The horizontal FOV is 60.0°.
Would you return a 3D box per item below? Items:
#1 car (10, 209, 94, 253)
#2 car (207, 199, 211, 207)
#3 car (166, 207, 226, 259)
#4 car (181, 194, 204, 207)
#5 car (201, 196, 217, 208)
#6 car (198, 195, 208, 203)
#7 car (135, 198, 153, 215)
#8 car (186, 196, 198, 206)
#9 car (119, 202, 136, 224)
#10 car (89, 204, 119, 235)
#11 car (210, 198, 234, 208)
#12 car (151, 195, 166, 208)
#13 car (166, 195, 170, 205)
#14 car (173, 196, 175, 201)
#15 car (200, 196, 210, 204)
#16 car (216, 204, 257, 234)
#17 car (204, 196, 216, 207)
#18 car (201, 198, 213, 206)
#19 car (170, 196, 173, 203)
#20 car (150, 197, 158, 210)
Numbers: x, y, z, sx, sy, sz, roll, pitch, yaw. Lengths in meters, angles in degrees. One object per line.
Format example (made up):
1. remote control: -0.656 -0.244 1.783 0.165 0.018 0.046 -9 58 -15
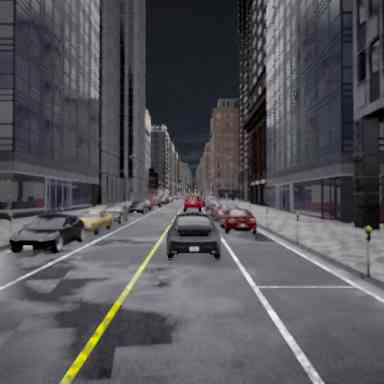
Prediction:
1. car: -5.855 1.618 14.045 1.947 1.339 4.313 1 0 0
2. car: 2.665 1.661 30.916 1.887 1.381 4.507 1 0 0
3. car: 0.045 1.553 12.854 1.837 1.490 4.892 0 0 -1
4. car: 0.084 1.378 42.243 2.150 2.045 5.566 0 -1 0
5. car: 2.658 1.519 53.413 2.192 1.841 5.009 1 0 0
6. car: 2.648 1.637 81.535 2.192 1.841 5.009 1 0 0
7. car: -5.863 1.703 36.544 1.947 1.339 4.313 1 0 0
8. car: 0.078 1.585 60.398 2.097 1.767 4.553 0 0 0
9. car: -5.859 1.645 25.295 2.008 1.369 4.403 1 0 0
10. car: -5.856 1.598 19.501 1.752 1.417 4.829 1 0 0
11. car: 2.668 1.535 25.292 1.967 1.590 4.097 1 0 0
12. car: -5.867 1.519 53.418 2.192 1.841 5.009 1 0 0
13. car: -5.874 1.795 64.666 1.887 1.381 4.507 1 0 0
14. car: -5.880 1.847 81.370 1.752 1.417 4.829 1 0 0
15. car: 2.651 1.715 70.286 1.967 1.590 4.097 1 0 0
16. car: 2.669 1.618 19.667 1.887 1.381 4.507 1 0 0
17. car: 2.662 1.600 42.165 1.967 1.590 4.097 1 0 0
18. car: 2.654 1.778 59.037 2.008 1.369 4.403 1 0 0
19. car: -5.874 1.589 70.292 2.192 1.841 5.009 1 0 0
20. car: -5.865 1.704 42.168 1.887 1.381 4.507 1 0 0
